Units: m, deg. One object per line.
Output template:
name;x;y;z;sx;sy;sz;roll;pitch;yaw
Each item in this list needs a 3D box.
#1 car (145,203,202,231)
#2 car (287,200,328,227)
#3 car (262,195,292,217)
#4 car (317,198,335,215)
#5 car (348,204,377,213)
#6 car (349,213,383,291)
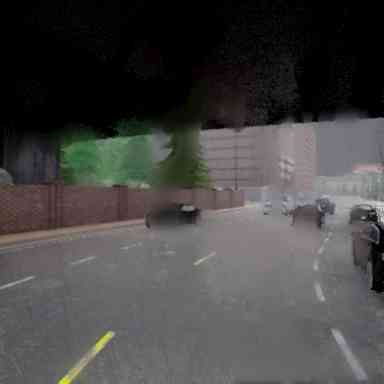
car;-1.020;1.445;20.850;1.882;1.535;5.008;1;0;25
car;8.302;1.582;23.590;1.837;1.490;4.892;1;0;25
car;8.521;1.294;32.630;2.150;2.045;5.566;1;0;26
car;14.560;1.495;36.719;2.097;1.767;4.553;1;0;26
car;13.229;1.662;25.837;1.812;1.442;4.674;1;0;26
car;5.459;1.549;8.776;2.128;1.511;4.902;1;0;19
